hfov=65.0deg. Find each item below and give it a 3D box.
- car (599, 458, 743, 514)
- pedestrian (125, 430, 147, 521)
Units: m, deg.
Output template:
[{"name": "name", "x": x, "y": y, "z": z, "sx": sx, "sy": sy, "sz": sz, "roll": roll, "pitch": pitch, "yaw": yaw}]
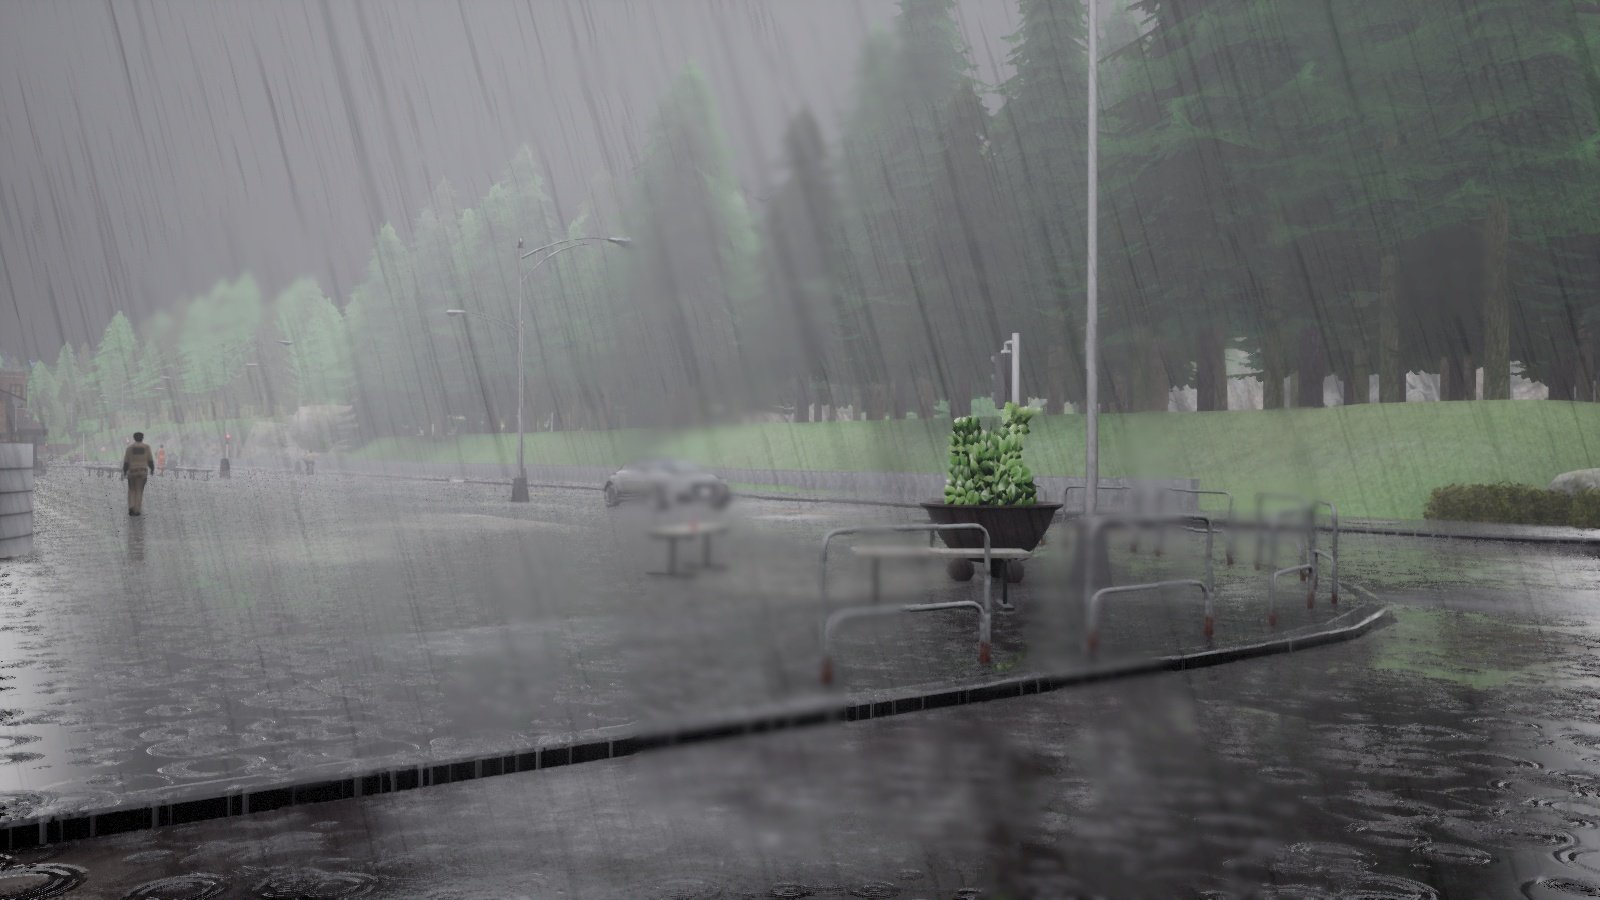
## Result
[{"name": "car", "x": -3.474, "y": 0.897, "z": 33.102, "sx": 1.994, "sy": 1.385, "sz": 4.181, "roll": 0, "pitch": 0, "yaw": -35}, {"name": "pedestrian", "x": -14.288, "y": 0.551, "z": 27.046, "sx": 0.396, "sy": 1.930, "sz": 0.692, "roll": 0, "pitch": 0, "yaw": -26}]
